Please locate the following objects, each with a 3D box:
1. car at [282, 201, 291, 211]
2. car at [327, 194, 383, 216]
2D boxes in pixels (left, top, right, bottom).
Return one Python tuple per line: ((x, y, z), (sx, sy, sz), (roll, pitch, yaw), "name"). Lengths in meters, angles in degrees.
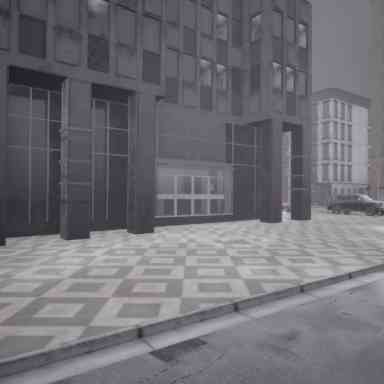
((9.966, 1.498, 39.988), (1.812, 1.442, 4.674), (1, 0, -35), "car")
((15.792, 1.190, 31.868), (2.150, 2.045, 5.566), (1, -1, -36), "car")
